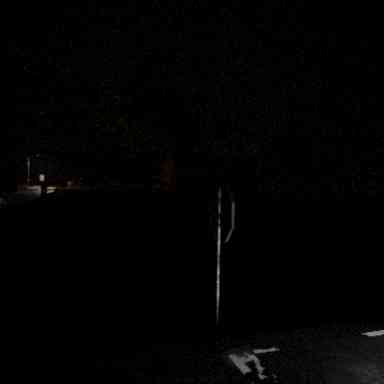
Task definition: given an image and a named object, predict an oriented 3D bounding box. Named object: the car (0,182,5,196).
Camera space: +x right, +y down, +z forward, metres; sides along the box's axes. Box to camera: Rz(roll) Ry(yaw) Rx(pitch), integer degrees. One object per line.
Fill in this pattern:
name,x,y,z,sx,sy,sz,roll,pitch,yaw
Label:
car,-21.071,-0.407,34.653,2.097,1.767,4.553,1,2,-17
